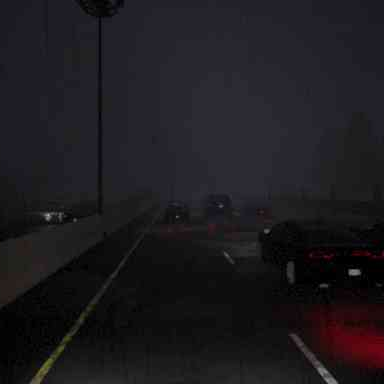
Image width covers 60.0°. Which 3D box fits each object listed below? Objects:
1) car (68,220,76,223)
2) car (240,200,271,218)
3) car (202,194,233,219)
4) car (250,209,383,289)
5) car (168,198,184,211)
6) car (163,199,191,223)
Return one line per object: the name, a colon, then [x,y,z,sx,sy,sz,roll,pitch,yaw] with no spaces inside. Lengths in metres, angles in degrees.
car: [-8.386,1.581,26.014,2.033,1.411,5.357,0,0,-3]
car: [5.629,1.474,29.847,1.882,1.535,5.008,0,0,-3]
car: [2.160,1.227,29.182,2.150,2.045,5.566,0,0,-3]
car: [3.177,1.472,9.188,1.882,1.535,5.008,0,0,-2]
car: [-2.070,1.570,42.831,2.033,1.411,5.357,0,0,-3]
car: [-1.140,1.503,25.309,2.128,1.511,4.902,0,0,-3]
